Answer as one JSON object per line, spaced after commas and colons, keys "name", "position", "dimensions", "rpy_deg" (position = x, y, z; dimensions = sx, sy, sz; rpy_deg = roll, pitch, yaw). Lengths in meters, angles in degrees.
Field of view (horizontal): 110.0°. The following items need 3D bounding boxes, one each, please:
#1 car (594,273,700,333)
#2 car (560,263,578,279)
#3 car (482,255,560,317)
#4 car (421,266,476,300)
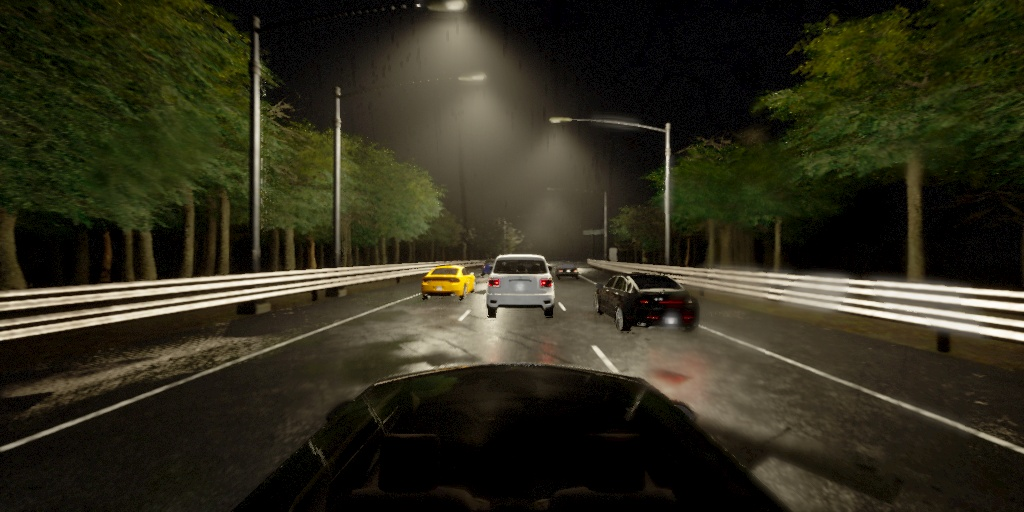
{"name": "car", "position": [3.764, 1.259, 10.776], "dimensions": [1.837, 1.490, 4.892], "rpy_deg": [0, 0, 1]}
{"name": "car", "position": [4.883, 1.299, 32.264], "dimensions": [2.033, 1.411, 5.357], "rpy_deg": [0, 0, 5]}
{"name": "car", "position": [0.326, 0.971, 13.272], "dimensions": [2.150, 2.045, 5.566], "rpy_deg": [0, 0, 2]}
{"name": "car", "position": [-3.002, 1.222, 17.745], "dimensions": [1.882, 1.535, 5.008], "rpy_deg": [0, 0, 2]}
